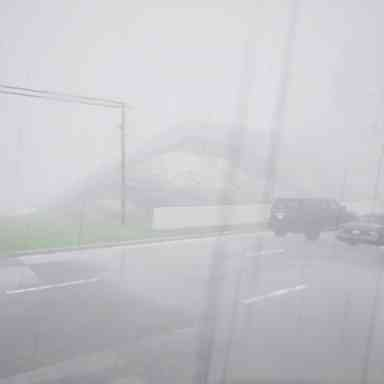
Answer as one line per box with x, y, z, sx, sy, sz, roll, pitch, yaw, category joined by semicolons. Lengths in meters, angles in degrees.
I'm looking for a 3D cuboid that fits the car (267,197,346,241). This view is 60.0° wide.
6.261;1.257;16.933;5.566;2.045;2.150;0;0;-35;car

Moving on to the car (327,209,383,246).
8.269;1.563;14.066;5.357;1.411;2.033;0;0;-35;car
